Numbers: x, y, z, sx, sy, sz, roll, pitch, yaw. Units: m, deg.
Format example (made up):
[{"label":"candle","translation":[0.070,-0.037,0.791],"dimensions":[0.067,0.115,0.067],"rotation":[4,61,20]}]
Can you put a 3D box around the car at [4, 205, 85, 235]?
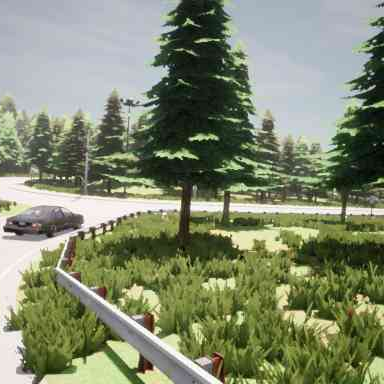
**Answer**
[{"label":"car","translation":[-7.393,1.410,17.288],"dimensions":[2.033,1.411,5.357],"rotation":[4,1,3]}]
